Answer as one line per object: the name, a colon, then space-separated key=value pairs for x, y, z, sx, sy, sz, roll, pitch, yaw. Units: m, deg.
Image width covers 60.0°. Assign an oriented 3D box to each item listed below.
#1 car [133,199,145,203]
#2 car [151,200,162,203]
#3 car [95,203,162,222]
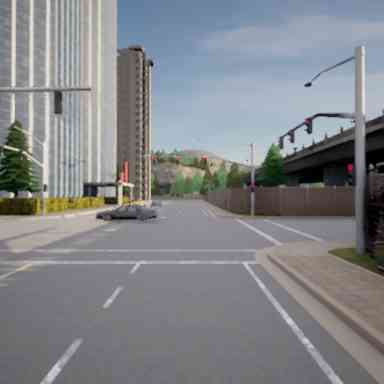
car: x=-10.548 y=2.194 z=65.968 sx=1.882 sy=1.535 sz=5.008 roll=0 pitch=0 yaw=0
car: x=-7.050 y=2.243 z=66.055 sx=1.812 sy=1.442 sz=4.674 roll=0 pitch=0 yaw=0
car: x=-5.646 y=1.885 z=29.291 sx=5.357 sy=1.411 sz=2.033 roll=0 pitch=-1 yaw=0
